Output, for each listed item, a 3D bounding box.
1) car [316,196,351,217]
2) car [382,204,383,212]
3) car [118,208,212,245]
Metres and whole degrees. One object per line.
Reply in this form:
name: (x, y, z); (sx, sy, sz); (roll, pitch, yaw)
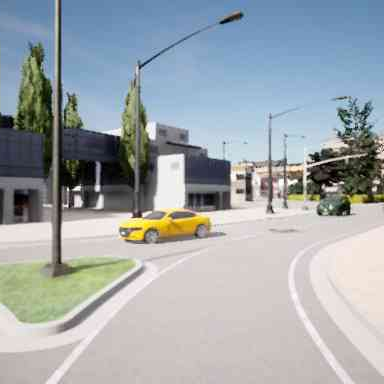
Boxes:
car: (14.660, 1.423, 34.192); (2.150, 2.045, 5.566); (0, -1, 40)
car: (25.925, 1.904, 43.321); (1.895, 1.301, 4.718); (0, 0, 30)
car: (-1.189, 1.543, 16.262); (5.008, 1.535, 1.882); (1, 0, -43)
